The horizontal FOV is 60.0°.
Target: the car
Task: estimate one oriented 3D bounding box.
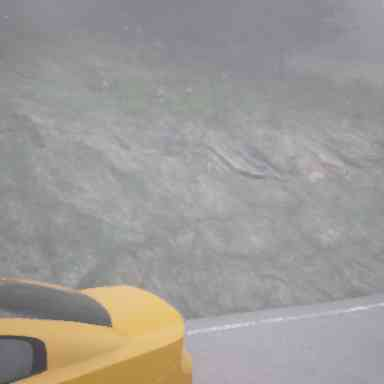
[{"bbox_3d":[-2.347,1.425,2.028,5.008,1.535,1.882,-1,1,-34],"label":"car"}]
